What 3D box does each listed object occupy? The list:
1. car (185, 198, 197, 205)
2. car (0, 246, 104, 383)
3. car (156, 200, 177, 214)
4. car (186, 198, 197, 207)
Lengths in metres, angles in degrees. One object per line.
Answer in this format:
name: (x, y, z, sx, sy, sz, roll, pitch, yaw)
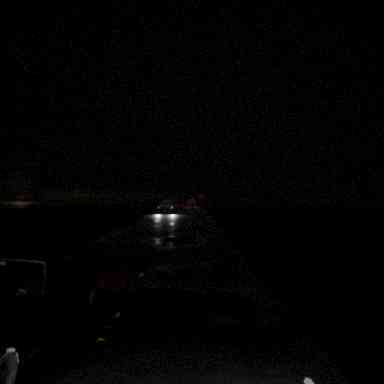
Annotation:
car: (-0.149, 2.069, 72.352, 1.837, 1.490, 4.892, 0, -1, 9)
car: (-2.844, 1.599, 5.005, 1.895, 1.301, 4.718, 0, 0, 0)
car: (-2.769, 1.600, 36.619, 1.812, 1.442, 4.674, 0, -1, 0)
car: (-0.021, 2.011, 62.210, 1.812, 1.442, 4.674, 0, -1, 0)
